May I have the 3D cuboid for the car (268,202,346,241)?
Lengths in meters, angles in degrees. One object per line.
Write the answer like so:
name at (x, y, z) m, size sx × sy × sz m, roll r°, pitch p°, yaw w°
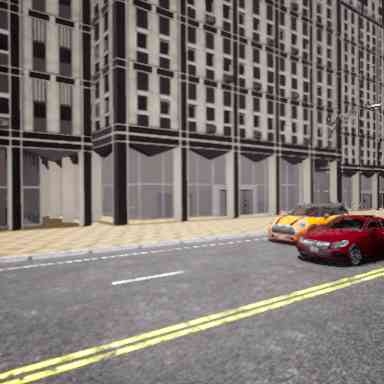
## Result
car at (5.685, 1.360, 15.608) m, size 4.553 × 1.767 × 2.097 m, roll 0°, pitch 0°, yaw -35°

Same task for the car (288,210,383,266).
car at (5.702, 1.534, 11.660) m, size 4.674 × 1.442 × 1.812 m, roll 0°, pitch 0°, yaw -35°
